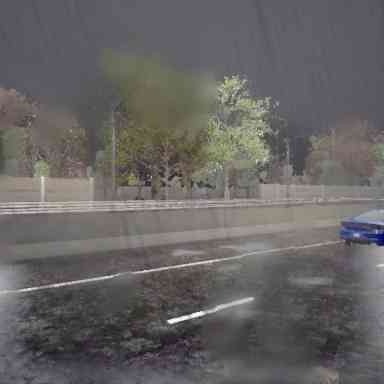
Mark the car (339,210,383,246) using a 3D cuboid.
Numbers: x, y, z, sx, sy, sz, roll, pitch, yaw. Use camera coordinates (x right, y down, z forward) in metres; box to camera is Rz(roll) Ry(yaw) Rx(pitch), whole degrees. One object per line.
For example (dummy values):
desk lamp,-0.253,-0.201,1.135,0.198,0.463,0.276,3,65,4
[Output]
car,8.269,1.484,14.067,5.008,1.535,1.882,0,0,-35
